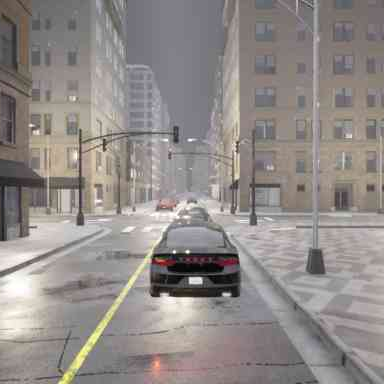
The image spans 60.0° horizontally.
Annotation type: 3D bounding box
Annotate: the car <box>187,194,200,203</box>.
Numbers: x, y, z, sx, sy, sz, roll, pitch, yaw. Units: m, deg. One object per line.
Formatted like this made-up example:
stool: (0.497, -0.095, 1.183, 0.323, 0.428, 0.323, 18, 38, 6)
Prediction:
car: (-0.005, 1.595, 64.214, 1.895, 1.301, 4.718, 0, 0, 0)

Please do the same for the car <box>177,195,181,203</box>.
car: (-3.139, 1.543, 49.492, 2.033, 1.411, 5.357, 0, 0, 0)

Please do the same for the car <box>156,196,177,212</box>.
car: (-3.156, 1.474, 39.761, 1.882, 1.535, 5.008, 0, 0, -1)

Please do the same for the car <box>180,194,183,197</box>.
car: (-3.155, 1.500, 59.667, 1.837, 1.490, 4.892, 0, 0, 0)

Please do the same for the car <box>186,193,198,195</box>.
car: (-0.130, 1.520, 80.893, 1.812, 1.442, 4.674, 0, 0, 0)

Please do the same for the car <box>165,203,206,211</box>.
car: (0.081, 1.546, 18.392, 2.033, 1.411, 5.357, 0, 0, 6)

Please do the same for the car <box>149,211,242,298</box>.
car: (0.063, 1.477, 8.582, 1.882, 1.535, 5.008, 0, 0, 0)
